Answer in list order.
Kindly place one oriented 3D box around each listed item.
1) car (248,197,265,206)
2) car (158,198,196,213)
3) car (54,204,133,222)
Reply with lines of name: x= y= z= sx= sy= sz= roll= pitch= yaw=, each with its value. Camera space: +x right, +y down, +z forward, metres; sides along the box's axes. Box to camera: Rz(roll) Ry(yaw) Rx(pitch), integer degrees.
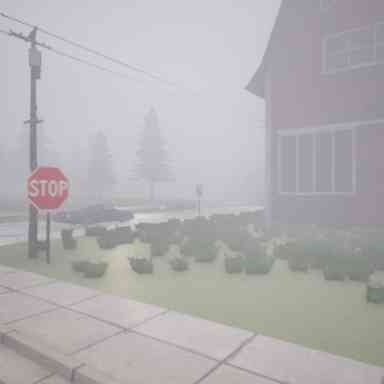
car: x=10.274 y=1.473 z=50.751 sx=1.837 sy=1.490 sz=4.892 roll=0 pitch=0 yaw=37
car: x=-1.495 y=1.416 z=35.016 sx=2.128 sy=1.511 sz=4.902 roll=0 pitch=0 yaw=37
car: x=-6.435 y=1.483 z=22.462 sx=2.033 sy=1.411 sz=5.357 roll=0 pitch=0 yaw=40
